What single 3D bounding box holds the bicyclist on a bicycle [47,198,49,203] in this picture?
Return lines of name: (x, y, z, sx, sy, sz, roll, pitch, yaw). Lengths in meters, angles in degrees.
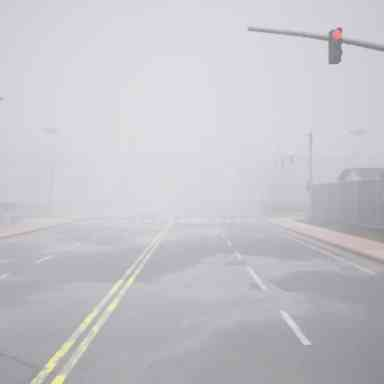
bicyclist on a bicycle: (-28.426, 2.019, 65.633, 0.582, 1.620, 1.656, 0, 0, -2)
